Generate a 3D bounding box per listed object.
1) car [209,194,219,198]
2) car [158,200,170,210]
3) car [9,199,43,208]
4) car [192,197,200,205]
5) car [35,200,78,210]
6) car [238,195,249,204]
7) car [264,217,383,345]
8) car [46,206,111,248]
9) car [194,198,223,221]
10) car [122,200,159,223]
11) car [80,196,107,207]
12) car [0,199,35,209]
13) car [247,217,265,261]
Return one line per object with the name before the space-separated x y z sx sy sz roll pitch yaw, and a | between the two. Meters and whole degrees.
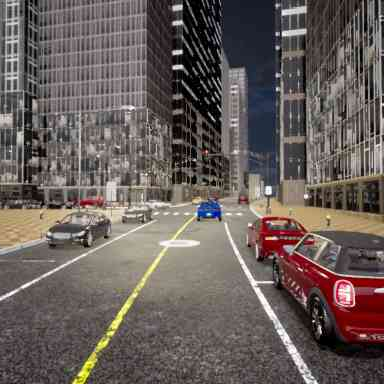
car | 5.152 1.491 78.767 2.192 1.841 5.009 1 0 14
car | -5.333 1.700 44.003 4.718 1.301 1.895 -1 -1 30
car | -26.037 1.833 52.177 4.403 1.369 2.008 0 -1 13
car | 1.158 1.641 62.528 1.752 1.417 4.829 1 0 12
car | -16.961 1.637 41.927 4.313 1.339 1.947 0 -1 13
car | 10.075 1.411 65.083 2.192 1.841 5.009 1 0 13
car | 2.814 1.441 6.327 1.967 1.590 4.097 1 0 2
car | -4.881 1.561 14.875 2.008 1.369 4.403 1 0 3
car | 1.478 1.494 27.135 1.882 1.535 5.008 0 0 5
car | -4.130 1.574 25.665 2.008 1.369 4.403 1 0 5
car | -15.150 1.535 49.599 5.009 1.841 2.192 0 -1 13
car | -22.402 1.653 43.217 4.403 1.369 2.008 0 -1 13
car | 3.006 1.547 11.967 1.887 1.381 4.507 1 0 3
